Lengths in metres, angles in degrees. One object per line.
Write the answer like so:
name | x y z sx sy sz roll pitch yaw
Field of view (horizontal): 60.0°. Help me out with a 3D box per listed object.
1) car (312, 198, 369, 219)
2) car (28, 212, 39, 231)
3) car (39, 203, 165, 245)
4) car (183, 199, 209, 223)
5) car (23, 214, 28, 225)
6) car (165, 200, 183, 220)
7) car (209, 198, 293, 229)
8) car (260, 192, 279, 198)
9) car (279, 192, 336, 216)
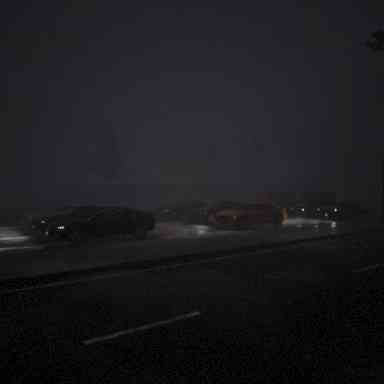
car | 11.941 1.400 26.324 4.718 1.301 1.895 0 0 -35
car | -6.050 1.446 18.051 4.674 1.442 1.812 0 0 -35
car | -4.003 1.420 15.213 4.902 1.511 2.128 0 0 -35
car | 2.128 1.332 23.753 5.008 1.535 1.882 0 0 -35
car | -8.015 1.437 20.941 4.674 1.442 1.812 0 0 -35
car | -0.531 1.342 26.166 4.902 1.511 2.128 0 0 -35
car | 3.733 1.343 20.607 5.008 1.535 1.882 0 0 -35
car | 7.998 1.004 32.107 5.566 2.045 2.150 0 0 -35
car | 10.755 1.006 29.757 5.566 2.045 2.150 0 0 -35
